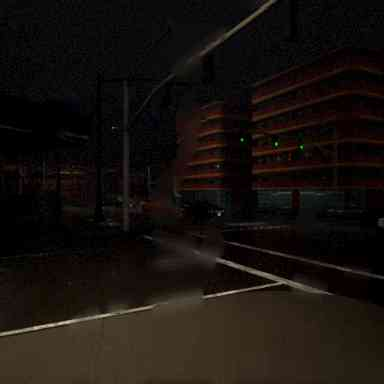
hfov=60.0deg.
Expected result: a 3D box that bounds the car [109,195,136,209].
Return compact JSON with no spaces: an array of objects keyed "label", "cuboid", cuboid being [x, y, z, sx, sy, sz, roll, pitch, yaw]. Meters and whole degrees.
[{"label":"car","cuboid":[-9.079,1.492,44.988,2.128,1.511,4.902,0,0,-30]}]

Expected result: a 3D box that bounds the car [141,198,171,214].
[{"label":"car","cuboid":[-3.988,1.478,36.323,1.882,1.535,5.008,0,0,-30]}]

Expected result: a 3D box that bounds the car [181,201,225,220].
[{"label":"car","cuboid":[0.879,1.491,28.045,2.128,1.511,4.902,0,0,-30]}]

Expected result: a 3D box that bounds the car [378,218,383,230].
[{"label":"car","cuboid":[11.859,1.601,16.385,1.895,1.301,4.718,0,0,-29]}]

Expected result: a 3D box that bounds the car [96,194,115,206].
[{"label":"car","cuboid":[-14.188,1.505,53.759,1.837,1.490,4.892,0,0,-30]}]
